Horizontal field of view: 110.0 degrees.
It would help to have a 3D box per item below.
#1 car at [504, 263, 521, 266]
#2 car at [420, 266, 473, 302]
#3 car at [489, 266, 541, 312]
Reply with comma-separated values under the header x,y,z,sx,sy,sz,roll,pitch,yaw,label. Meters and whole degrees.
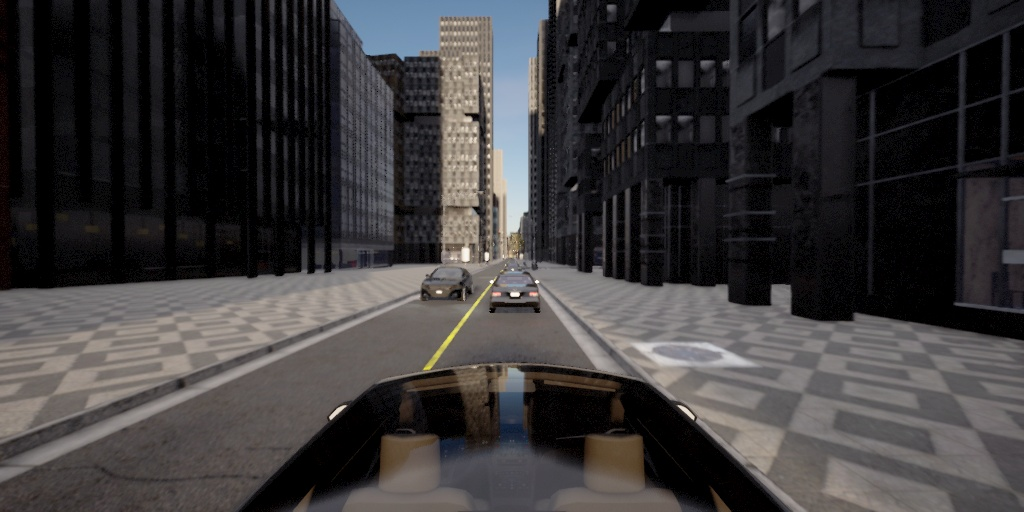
x,y,z,sx,sy,sz,roll,pitch,yaw,label
0.098,1.417,40.128,1.994,1.385,4.181,0,0,0,car
-3.009,1.239,17.374,1.882,1.535,5.008,0,0,0,car
0.098,1.300,14.127,2.033,1.411,5.357,0,0,0,car
